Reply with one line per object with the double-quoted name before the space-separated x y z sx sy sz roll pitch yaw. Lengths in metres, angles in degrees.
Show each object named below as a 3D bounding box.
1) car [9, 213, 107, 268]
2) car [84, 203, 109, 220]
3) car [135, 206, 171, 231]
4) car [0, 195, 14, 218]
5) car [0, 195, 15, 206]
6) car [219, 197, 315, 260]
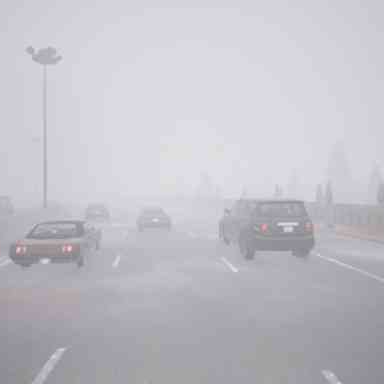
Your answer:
"car" -4.294 1.602 11.311 1.895 1.301 4.718 0 0 -7
"car" -8.102 1.583 28.218 1.994 1.385 4.181 0 0 -17
"car" -2.510 1.567 20.881 1.994 1.385 4.181 0 0 -12
"car" -13.986 1.252 23.008 2.150 2.045 5.566 0 0 -16
"car" -32.788 1.498 58.437 2.097 1.767 4.553 -1 0 -39
"car" 2.570 1.216 12.703 2.150 2.045 5.566 0 0 -7
